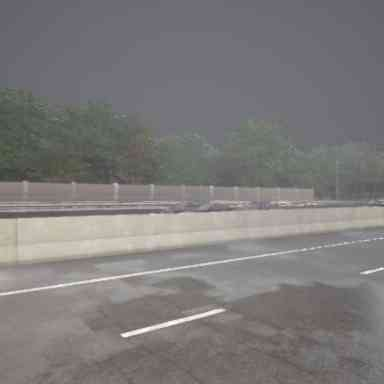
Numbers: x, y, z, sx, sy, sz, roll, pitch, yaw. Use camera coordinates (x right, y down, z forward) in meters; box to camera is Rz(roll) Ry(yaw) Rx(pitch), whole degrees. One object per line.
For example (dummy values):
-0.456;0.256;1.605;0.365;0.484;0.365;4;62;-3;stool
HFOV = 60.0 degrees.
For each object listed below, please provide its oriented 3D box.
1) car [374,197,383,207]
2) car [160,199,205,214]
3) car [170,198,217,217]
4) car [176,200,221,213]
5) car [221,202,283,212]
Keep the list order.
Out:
34.294;1.834;58.472;5.566;2.045;2.150;1;0;-36;car
-0.477;1.666;29.454;4.892;1.490;1.837;1;0;-36;car
0.187;1.546;34.226;4.553;1.767;2.097;1;0;-35;car
1.518;1.638;26.580;5.008;1.535;1.882;1;0;-36;car
4.787;1.527;24.612;4.553;1.767;2.097;1;0;-35;car
